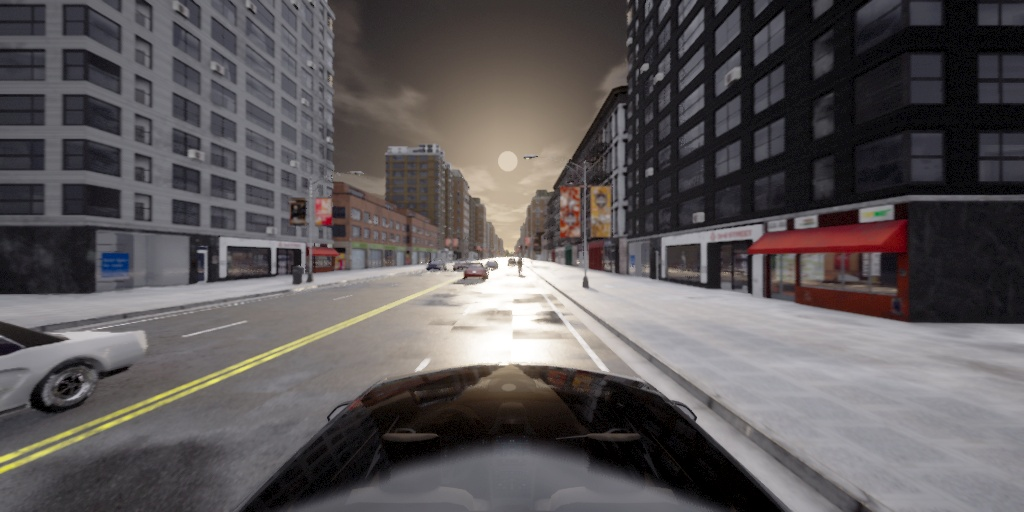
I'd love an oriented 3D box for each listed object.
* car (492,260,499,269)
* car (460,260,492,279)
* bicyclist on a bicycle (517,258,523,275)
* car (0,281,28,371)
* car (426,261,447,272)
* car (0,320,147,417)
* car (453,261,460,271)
[{"bbox_3d":[-3.143,1.306,56.351,1.994,1.385,4.181,0,0,0],"label":"car"},{"bbox_3d":[-3.146,1.312,32.178,1.994,1.385,4.181,0,0,0],"label":"car"},{"bbox_3d":[0.899,1.118,38.320,0.659,1.776,1.843,0,0,0],"label":"bicyclist on a bicycle"},{"bbox_3d":[-9.850,1.229,4.090,1.882,1.535,5.008,0,0,0],"label":"car"},{"bbox_3d":[-9.815,1.294,47.039,2.033,1.411,5.357,0,0,0],"label":"car"},{"bbox_3d":[-6.601,1.352,3.288,1.895,1.301,4.718,0,0,0],"label":"car"},{"bbox_3d":[-6.563,1.311,47.304,1.994,1.385,4.181,0,0,0],"label":"car"}]
